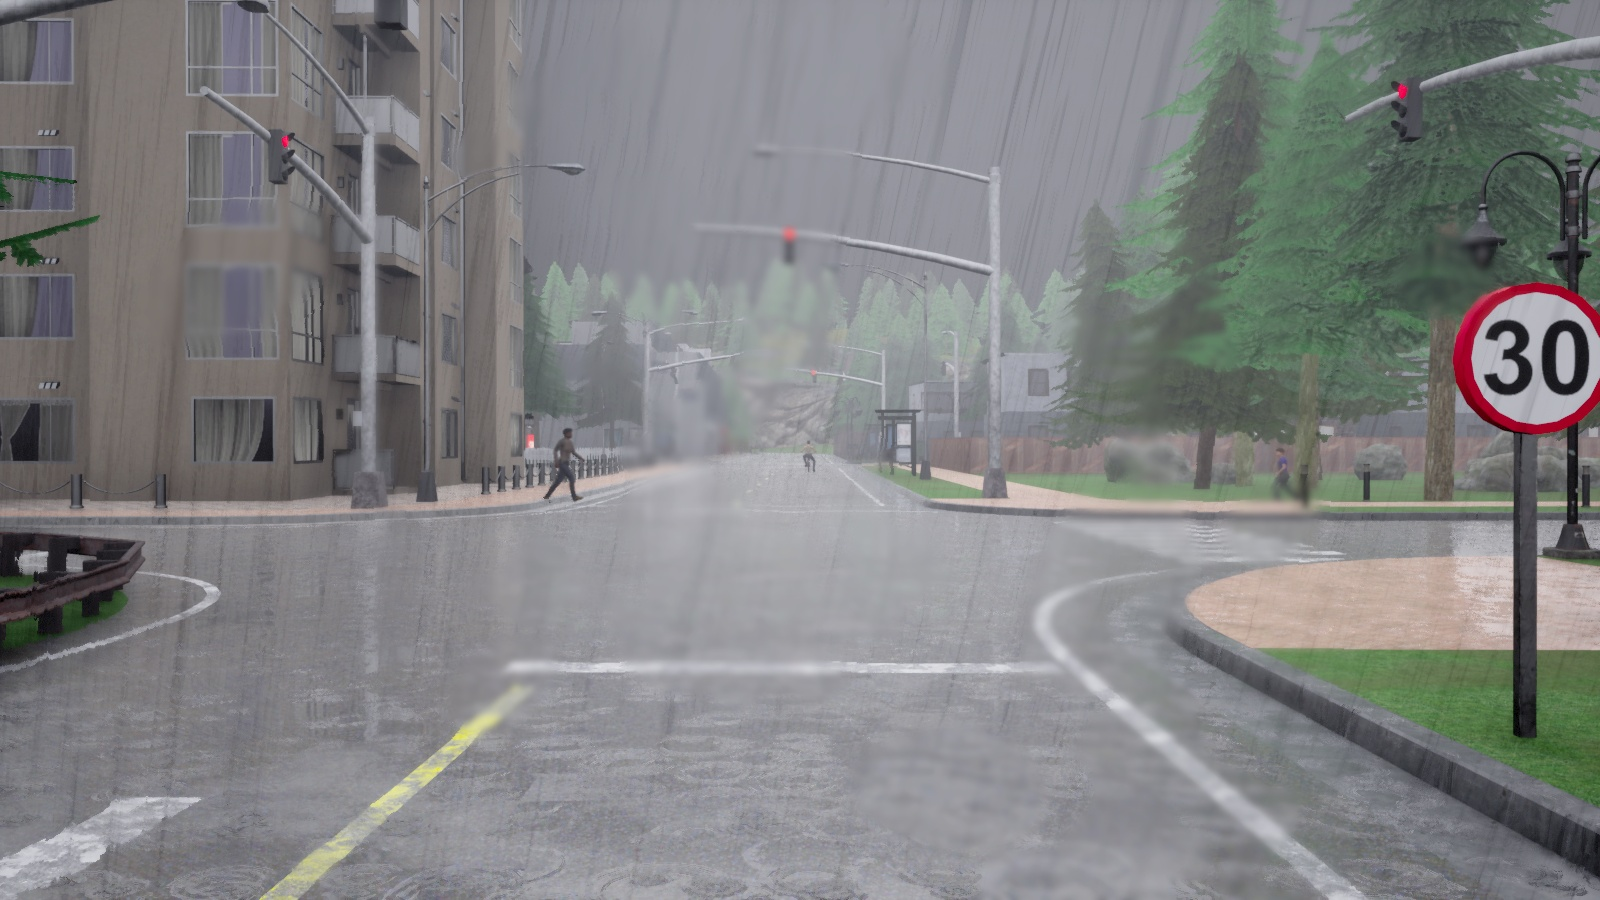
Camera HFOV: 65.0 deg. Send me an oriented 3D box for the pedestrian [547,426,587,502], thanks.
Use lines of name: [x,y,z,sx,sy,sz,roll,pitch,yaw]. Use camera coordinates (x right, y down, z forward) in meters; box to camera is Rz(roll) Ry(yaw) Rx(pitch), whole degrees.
pedestrian: [-5.539,0.330,29.871,0.869,1.805,0.328,0,0,13]

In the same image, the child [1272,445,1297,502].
child: [10.732,0.519,27.837,0.437,1.263,0.270,0,0,-1]
